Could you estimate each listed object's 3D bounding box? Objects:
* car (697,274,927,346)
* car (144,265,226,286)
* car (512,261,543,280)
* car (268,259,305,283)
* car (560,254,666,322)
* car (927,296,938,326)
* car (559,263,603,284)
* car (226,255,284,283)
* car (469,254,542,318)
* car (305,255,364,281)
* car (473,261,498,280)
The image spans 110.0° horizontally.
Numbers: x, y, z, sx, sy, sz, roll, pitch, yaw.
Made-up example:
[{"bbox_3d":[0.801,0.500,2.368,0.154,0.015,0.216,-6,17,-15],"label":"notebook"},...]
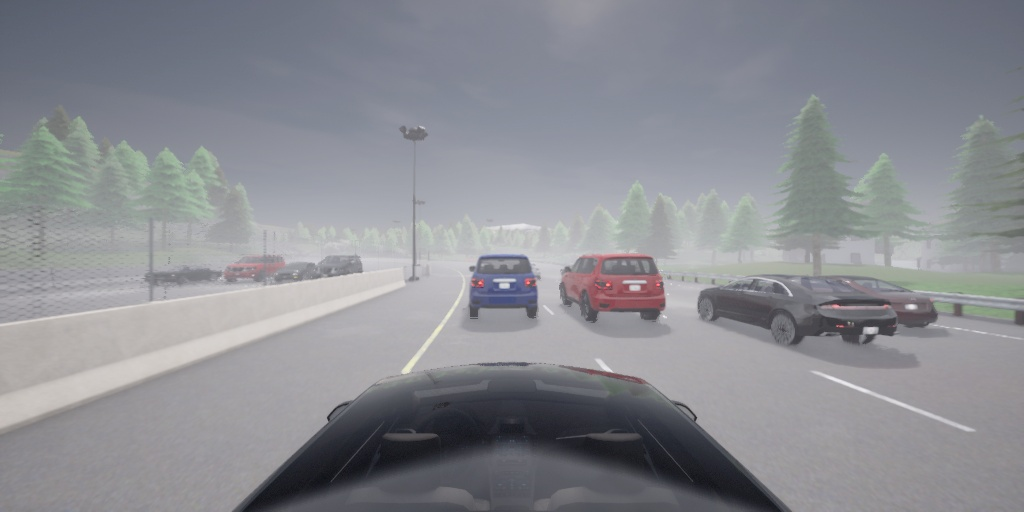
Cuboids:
[{"bbox_3d":[6.799,1.215,9.327,2.128,1.511,4.902,0,0,-3],"label":"car"},{"bbox_3d":[-22.882,1.311,25.182,1.895,1.301,4.718,0,0,-8],"label":"car"},{"bbox_3d":[1.208,1.199,30.722,1.812,1.442,4.674,0,0,-9],"label":"car"},{"bbox_3d":[-16.108,1.205,27.312,1.837,1.490,4.892,0,0,-8],"label":"car"},{"bbox_3d":[3.166,0.941,12.346,2.150,2.045,5.566,0,0,-3],"label":"car"},{"bbox_3d":[10.207,1.280,11.256,1.994,1.385,4.181,0,0,-3],"label":"car"},{"bbox_3d":[5.187,1.279,27.653,1.895,1.301,4.718,0,0,-7],"label":"car"},{"bbox_3d":[-19.715,0.923,27.941,2.150,2.045,5.566,0,0,-8],"label":"car"},{"bbox_3d":[-0.382,0.942,13.018,2.150,2.045,5.566,0,0,-4],"label":"car"},{"bbox_3d":[-12.374,0.923,25.825,2.150,2.045,5.566,0,0,-7],"label":"car"},{"bbox_3d":[-2.416,1.201,31.242,1.812,1.442,4.674,0,0,-9],"label":"car"}]
